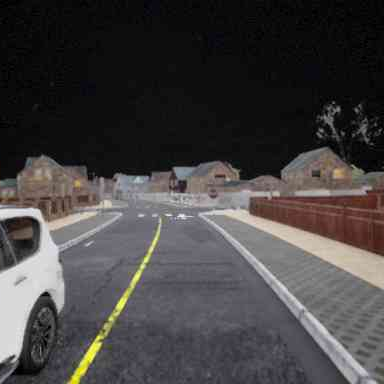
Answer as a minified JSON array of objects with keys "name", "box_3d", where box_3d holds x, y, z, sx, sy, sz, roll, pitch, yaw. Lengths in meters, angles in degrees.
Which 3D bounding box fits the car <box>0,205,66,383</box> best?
[{"name":"car","box_3d":[-2.872,1.199,2.567,2.150,2.045,5.566,0,0,0]}]

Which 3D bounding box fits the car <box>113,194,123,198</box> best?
[{"name":"car","box_3d":[-18.372,1.052,82.706,1.882,1.535,5.008,-1,0,-23]}]
